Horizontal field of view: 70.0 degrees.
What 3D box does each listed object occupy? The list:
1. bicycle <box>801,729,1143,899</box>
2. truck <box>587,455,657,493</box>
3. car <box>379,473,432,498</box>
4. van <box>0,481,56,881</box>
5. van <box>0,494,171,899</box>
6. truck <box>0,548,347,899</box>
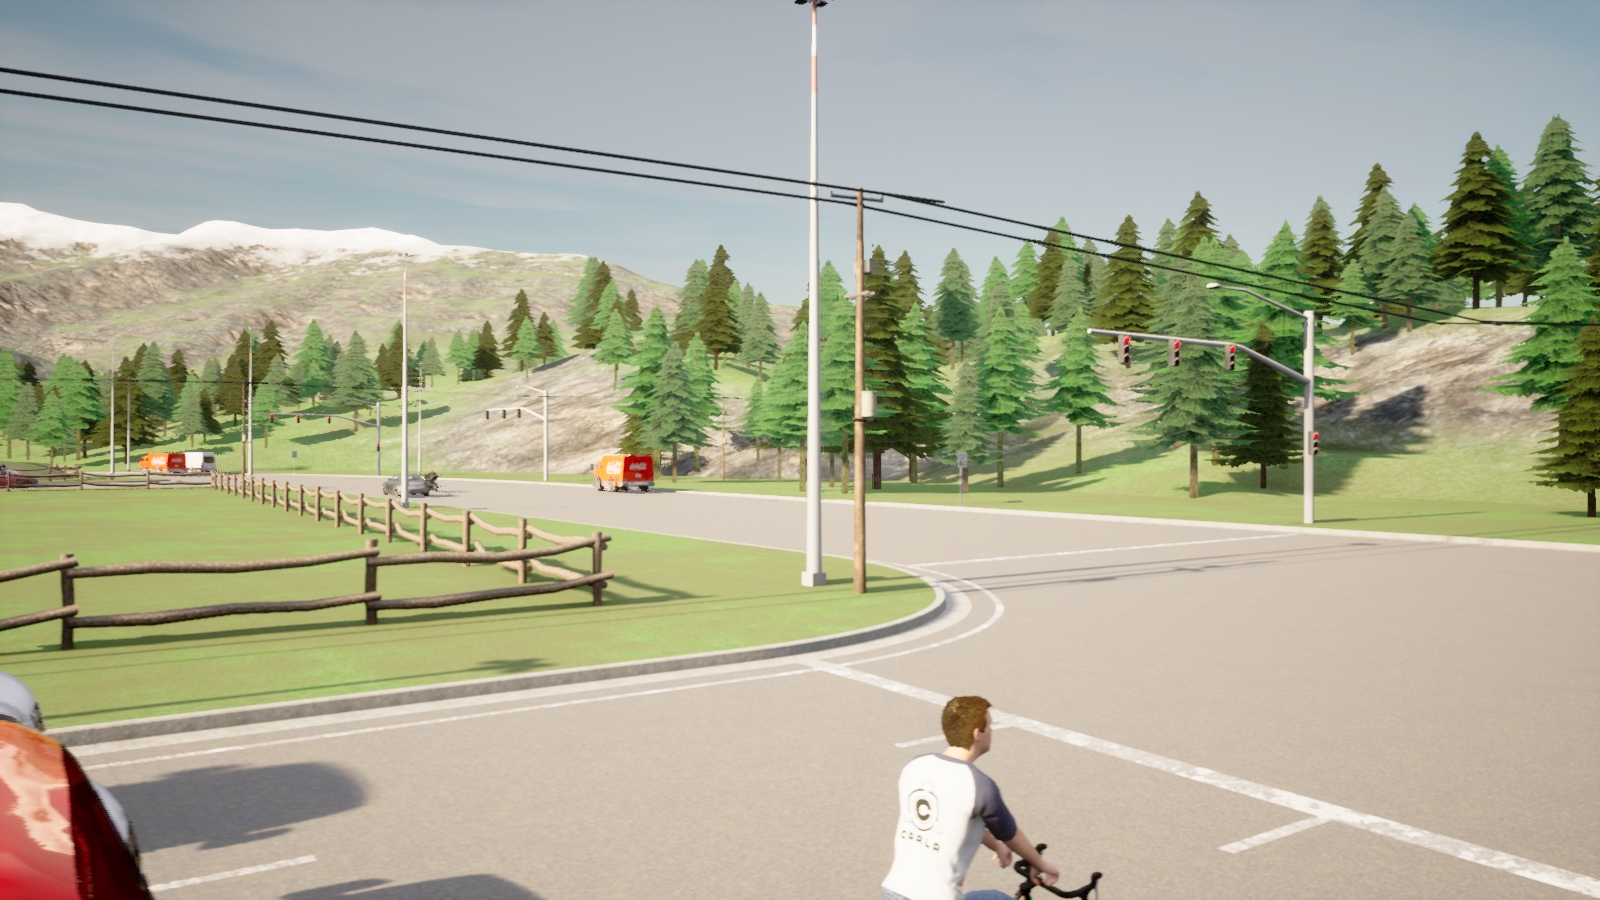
[{"bbox_3d":[0.764,2.059,4.743,1.643,1.496,0.373,1,0,-38],"label":"bicycle"},{"bbox_3d":[-12.030,1.585,76.956,2.627,2.467,5.204,0,0,-35],"label":"truck"},{"bbox_3d":[-24.137,2.133,69.849,1.994,1.385,4.181,0,0,-35],"label":"car"},{"bbox_3d":[-7.963,1.534,6.749,5.915,2.561,1.988,0,0,-35],"label":"van"},{"bbox_3d":[-5.708,1.534,4.055,5.915,2.561,1.988,0,0,-35],"label":"van"},{"bbox_3d":[-3.579,1.567,1.359,5.204,2.467,2.627,0,0,-34],"label":"truck"}]
